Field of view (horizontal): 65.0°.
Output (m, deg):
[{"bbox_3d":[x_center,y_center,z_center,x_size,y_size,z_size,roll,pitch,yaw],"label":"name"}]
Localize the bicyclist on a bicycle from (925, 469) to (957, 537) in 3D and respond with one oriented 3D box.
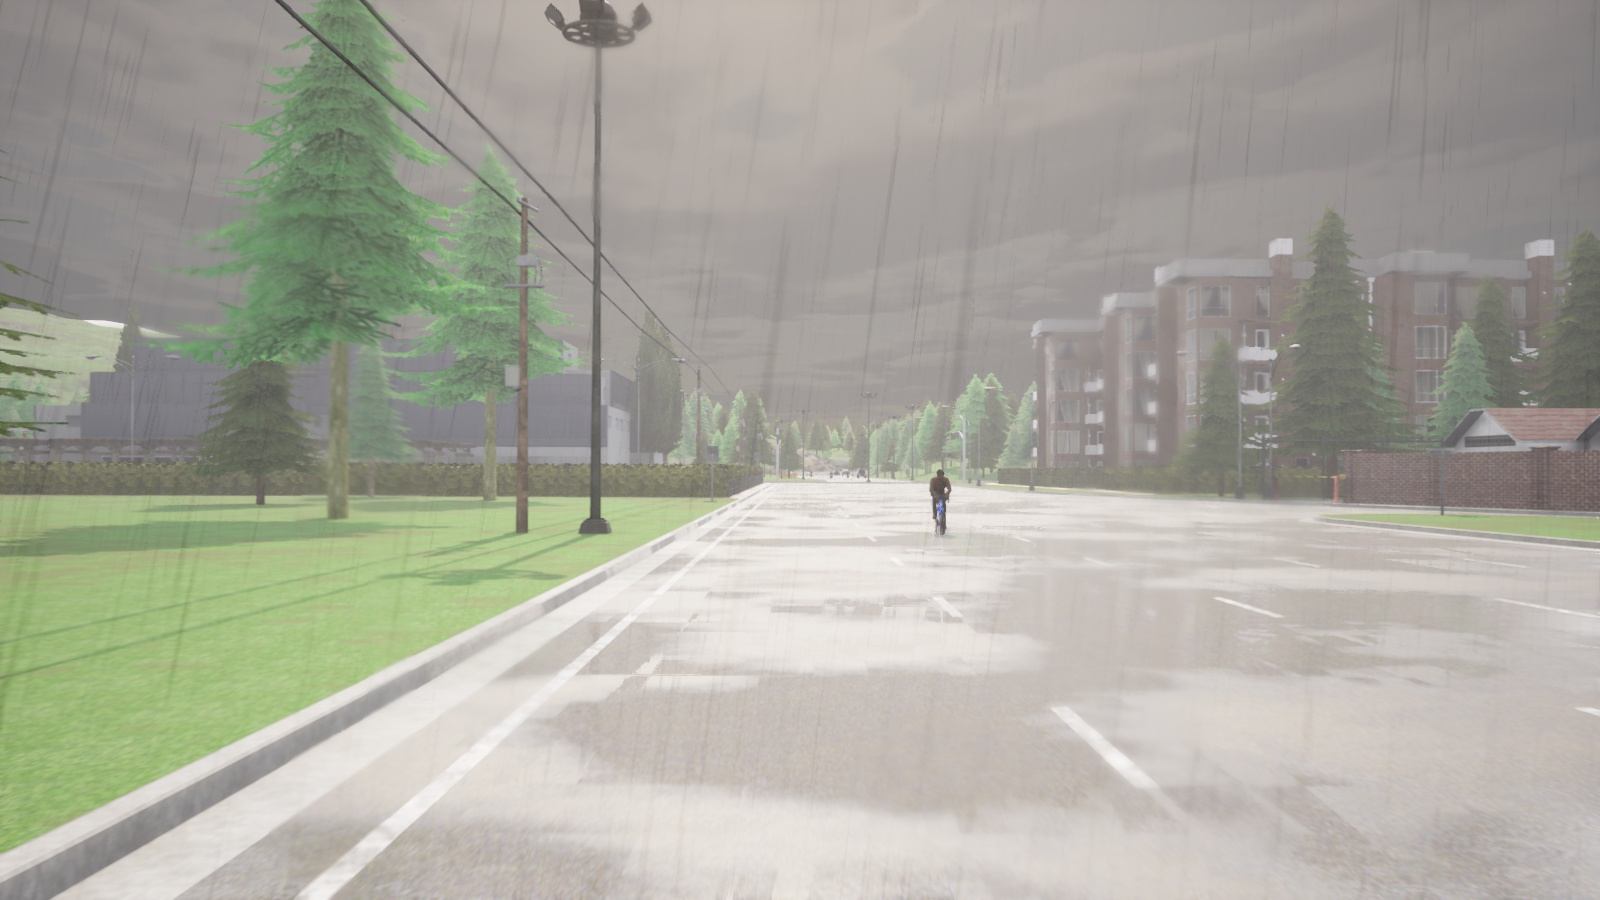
[{"bbox_3d":[3.426,1.267,30.639,0.582,1.620,1.656,0,-1,0],"label":"bicyclist on a bicycle"}]
